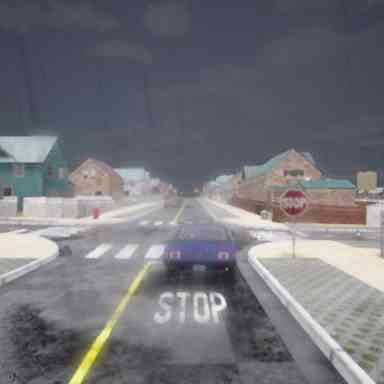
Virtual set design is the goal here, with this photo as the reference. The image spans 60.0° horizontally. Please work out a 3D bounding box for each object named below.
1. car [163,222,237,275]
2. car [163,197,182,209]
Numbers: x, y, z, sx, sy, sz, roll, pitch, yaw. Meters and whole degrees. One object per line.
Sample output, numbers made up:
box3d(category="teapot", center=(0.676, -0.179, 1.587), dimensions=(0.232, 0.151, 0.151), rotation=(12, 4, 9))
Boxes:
box3d(category="car", center=(0.412, 1.602, 10.471), dimensions=(1.895, 1.301, 4.718), rotation=(0, 0, 6))
box3d(category="car", center=(-2.835, 1.615, 46.011), dimensions=(1.994, 1.385, 4.181), rotation=(0, 0, 0))
